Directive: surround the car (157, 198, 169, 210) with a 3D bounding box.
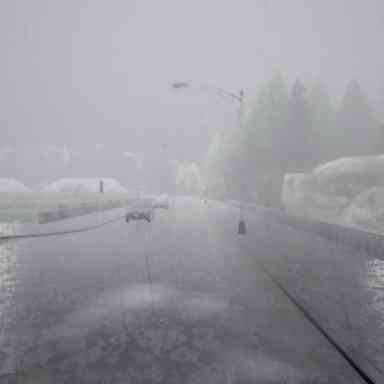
[{"bbox_3d":[-3.989,1.526,42.911,1.812,1.442,4.674,0,0,0],"label":"car"}]

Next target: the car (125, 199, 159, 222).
[{"bbox_3d":[-3.993,1.507,26.146,1.837,1.490,4.892,0,0,0],"label":"car"}]
